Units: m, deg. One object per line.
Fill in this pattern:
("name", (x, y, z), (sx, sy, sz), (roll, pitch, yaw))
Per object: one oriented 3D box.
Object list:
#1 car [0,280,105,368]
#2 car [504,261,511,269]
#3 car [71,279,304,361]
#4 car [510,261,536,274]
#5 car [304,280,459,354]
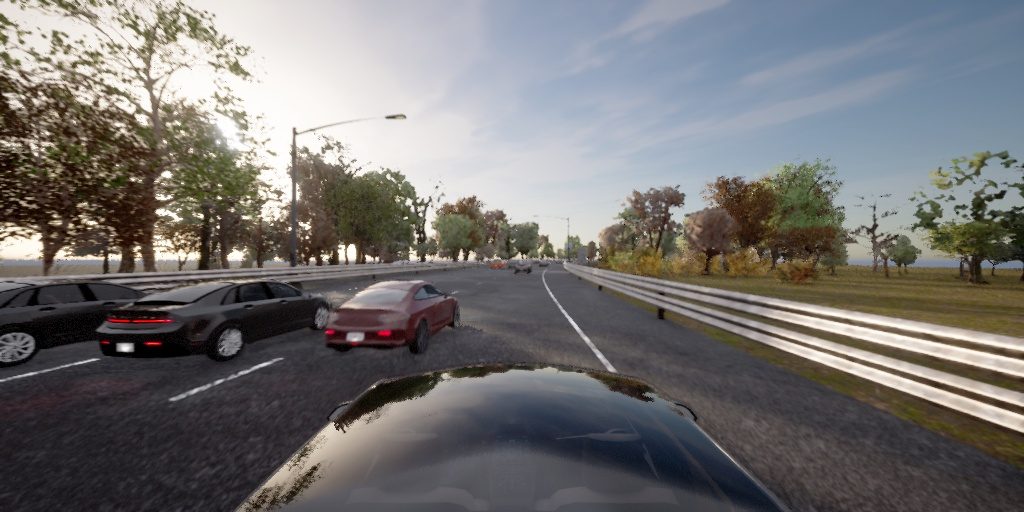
("car", (-9.727, 1.265, 7.912), (1.837, 1.490, 4.892), (0, 0, 5))
("car", (0.539, 1.548, 62.697), (2.128, 1.511, 4.902), (0, 0, 9))
("car", (-6.174, 1.274, 8.335), (1.837, 1.490, 4.892), (0, 0, 5))
("car", (1.495, 1.457, 45.265), (2.128, 1.511, 4.902), (0, 0, 8))
("car", (-2.618, 1.302, 8.756), (1.812, 1.442, 4.674), (0, 0, 5))
